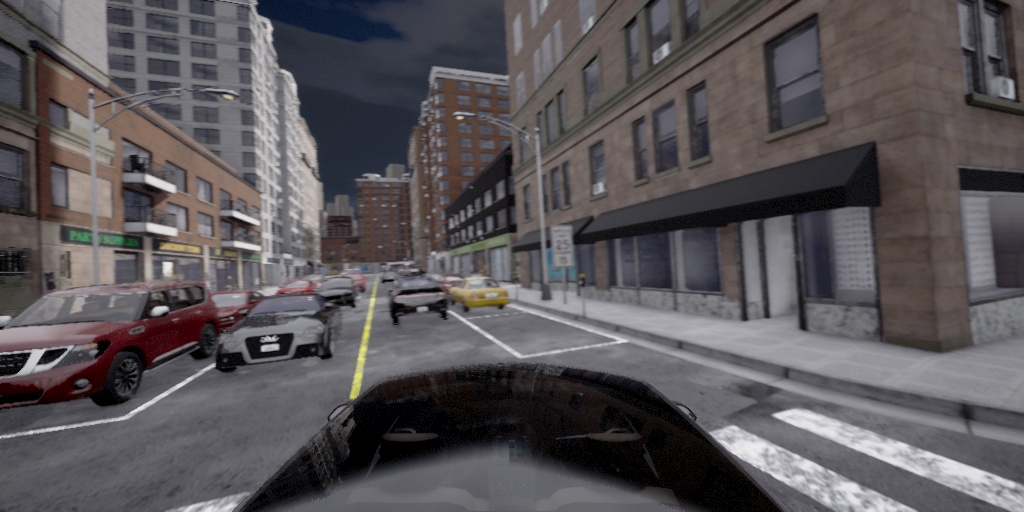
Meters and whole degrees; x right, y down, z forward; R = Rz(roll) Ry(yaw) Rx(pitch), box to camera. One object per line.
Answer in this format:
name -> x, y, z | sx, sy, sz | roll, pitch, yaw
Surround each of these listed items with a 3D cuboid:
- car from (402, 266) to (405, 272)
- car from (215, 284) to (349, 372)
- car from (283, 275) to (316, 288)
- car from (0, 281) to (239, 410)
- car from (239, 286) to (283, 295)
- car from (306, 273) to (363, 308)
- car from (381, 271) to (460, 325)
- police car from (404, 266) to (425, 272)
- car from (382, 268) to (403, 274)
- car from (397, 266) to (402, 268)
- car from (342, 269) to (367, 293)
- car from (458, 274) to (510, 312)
car -> -13.888, 2.402, 49.905 | 1.882, 1.535, 5.008 | -3, -1, -20
car -> -5.323, 1.621, 8.706 | 1.994, 1.385, 4.181 | -3, -1, -21
car -> -13.246, 2.141, 22.309 | 1.888, 1.381, 4.507 | 0, 0, -20
car -> -7.553, 1.471, 6.888 | 2.192, 1.841, 5.009 | 0, 0, -20
car -> -9.451, 1.846, 12.028 | 1.888, 1.381, 4.507 | 0, 0, -20
car -> -8.863, 1.833, 18.299 | 1.837, 1.490, 4.892 | -3, -1, -20
car -> -3.643, 1.504, 13.423 | 2.128, 1.511, 4.902 | -3, -1, -21
police car -> -11.511, 2.152, 43.441 | 1.930, 1.638, 5.238 | -3, -1, -20
car -> -13.966, 2.396, 41.282 | 1.994, 1.385, 4.181 | -3, -1, -20
car -> -18.539, 2.857, 61.249 | 2.007, 1.370, 4.403 | 0, 0, -20
car -> -12.422, 2.087, 27.964 | 1.882, 1.535, 5.008 | -3, -1, -20
car -> -1.521, 1.441, 15.139 | 1.751, 1.417, 4.829 | 0, 0, -20
